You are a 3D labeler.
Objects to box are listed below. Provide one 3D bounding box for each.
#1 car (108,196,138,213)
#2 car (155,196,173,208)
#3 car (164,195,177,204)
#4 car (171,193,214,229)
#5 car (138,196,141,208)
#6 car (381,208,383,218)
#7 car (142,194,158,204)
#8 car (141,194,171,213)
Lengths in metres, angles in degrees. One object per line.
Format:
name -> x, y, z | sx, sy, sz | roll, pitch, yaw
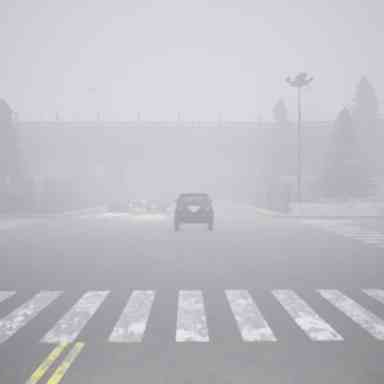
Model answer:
car -> -7.114, 1.326, 33.654 | 1.994, 1.385, 4.181 | 0, 0, 2
car -> -3.558, 1.260, 43.064 | 1.994, 1.385, 4.181 | 0, 0, 1
car -> -3.508, 1.211, 55.321 | 1.895, 1.301, 4.718 | 0, 0, 1
car -> 0.109, 1.045, 20.099 | 2.150, 2.045, 5.566 | 0, 0, 0
car -> -7.065, 1.245, 42.892 | 2.033, 1.411, 5.357 | 0, 0, 0
car -> 15.586, 1.276, 22.724 | 4.902, 1.511, 2.128 | 0, 0, 2
car -> -7.007, 1.096, 56.030 | 2.128, 1.511, 4.902 | 0, 0, 0
car -> -3.571, 1.250, 34.176 | 2.128, 1.511, 4.902 | 0, 0, 0
